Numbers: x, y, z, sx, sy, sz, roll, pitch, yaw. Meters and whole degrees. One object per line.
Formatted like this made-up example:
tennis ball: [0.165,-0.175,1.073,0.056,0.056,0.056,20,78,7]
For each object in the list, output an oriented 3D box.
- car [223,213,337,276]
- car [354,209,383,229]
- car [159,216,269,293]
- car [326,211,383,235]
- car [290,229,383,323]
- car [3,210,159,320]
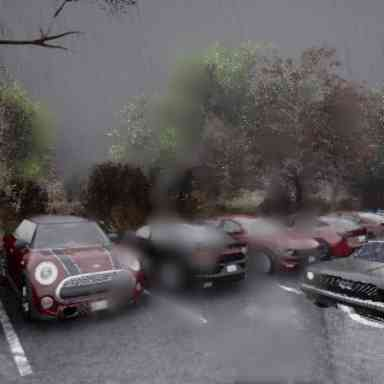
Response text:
car: [1.720,1.508,10.831,2.097,1.535,5.008,0,0,-36]
car: [6.419,1.529,14.183,2.097,1.535,5.008,0,0,-36]
car: [-0.571,1.498,9.180,2.097,1.535,5.008,0,0,-36]
car: [4.103,1.549,12.567,2.163,1.488,4.792,0,0,-36]
car: [4.342,1.628,6.797,4.718,1.301,1.895,0,0,-36]
car: [-2.887,1.362,7.567,2.185,1.767,4.553,0,0,-36]
